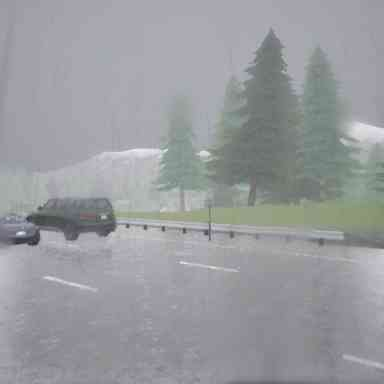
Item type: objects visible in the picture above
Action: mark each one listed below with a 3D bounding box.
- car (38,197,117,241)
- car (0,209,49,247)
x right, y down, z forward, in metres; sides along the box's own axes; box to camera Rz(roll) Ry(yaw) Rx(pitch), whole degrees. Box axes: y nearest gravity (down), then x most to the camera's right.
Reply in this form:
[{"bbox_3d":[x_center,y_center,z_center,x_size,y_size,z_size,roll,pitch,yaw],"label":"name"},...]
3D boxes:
[{"bbox_3d":[-6.261,1.257,16.934,5.566,2.045,2.150,0,0,36],"label":"car"},{"bbox_3d":[-8.269,1.572,14.067,4.181,1.385,1.994,0,0,36],"label":"car"}]
